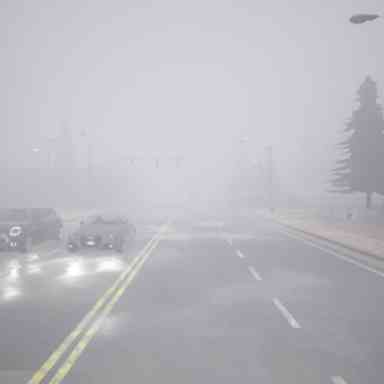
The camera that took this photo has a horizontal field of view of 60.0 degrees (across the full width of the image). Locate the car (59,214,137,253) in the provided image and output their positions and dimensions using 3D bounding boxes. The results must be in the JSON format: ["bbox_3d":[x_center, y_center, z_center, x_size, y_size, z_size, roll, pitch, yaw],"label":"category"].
[{"bbox_3d":[-3.530,1.600,13.634,1.994,1.385,4.181,0,0,1],"label":"car"}]

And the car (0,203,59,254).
[{"bbox_3d":[-7.031,1.387,13.676,2.097,1.767,4.553,0,0,0],"label":"car"}]

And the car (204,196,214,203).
[{"bbox_3d":[3.521,1.583,70.493,1.882,1.535,5.008,0,0,0],"label":"car"}]

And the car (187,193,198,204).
[{"bbox_3d":[0.021,1.330,70.525,2.150,2.045,5.566,0,0,0],"label":"car"}]

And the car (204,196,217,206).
[{"bbox_3d":[3.518,1.645,60.057,2.128,1.511,4.902,0,0,0],"label":"car"}]
